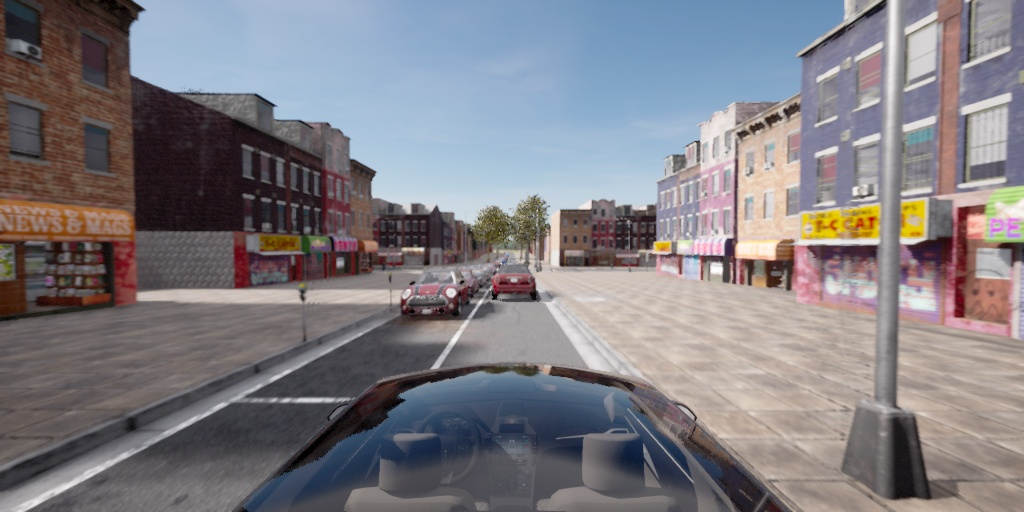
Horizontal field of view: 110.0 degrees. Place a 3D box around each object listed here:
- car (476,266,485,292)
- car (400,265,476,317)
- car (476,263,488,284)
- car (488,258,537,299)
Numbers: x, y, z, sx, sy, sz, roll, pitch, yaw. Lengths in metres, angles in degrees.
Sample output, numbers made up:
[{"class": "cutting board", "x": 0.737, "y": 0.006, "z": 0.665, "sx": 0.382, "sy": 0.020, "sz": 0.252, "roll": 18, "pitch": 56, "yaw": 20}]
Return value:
[{"class": "car", "x": -2.635, "y": 1.356, "z": 18.579, "sx": 1.802, "sy": 1.307, "sz": 4.207, "roll": 0, "pitch": 0, "yaw": 0}, {"class": "car", "x": -2.637, "y": 1.201, "z": 13.134, "sx": 1.967, "sy": 1.591, "sz": 4.097, "roll": 0, "pitch": 0, "yaw": 0}, {"class": "car", "x": -2.634, "y": 1.339, "z": 24.028, "sx": 2.007, "sy": 1.370, "sz": 4.403, "roll": 0, "pitch": 0, "yaw": 0}, {"class": "car", "x": 0.103, "y": 1.126, "z": 18.308, "sx": 2.097, "sy": 1.767, "sz": 4.553, "roll": 0, "pitch": 0, "yaw": 0}]
